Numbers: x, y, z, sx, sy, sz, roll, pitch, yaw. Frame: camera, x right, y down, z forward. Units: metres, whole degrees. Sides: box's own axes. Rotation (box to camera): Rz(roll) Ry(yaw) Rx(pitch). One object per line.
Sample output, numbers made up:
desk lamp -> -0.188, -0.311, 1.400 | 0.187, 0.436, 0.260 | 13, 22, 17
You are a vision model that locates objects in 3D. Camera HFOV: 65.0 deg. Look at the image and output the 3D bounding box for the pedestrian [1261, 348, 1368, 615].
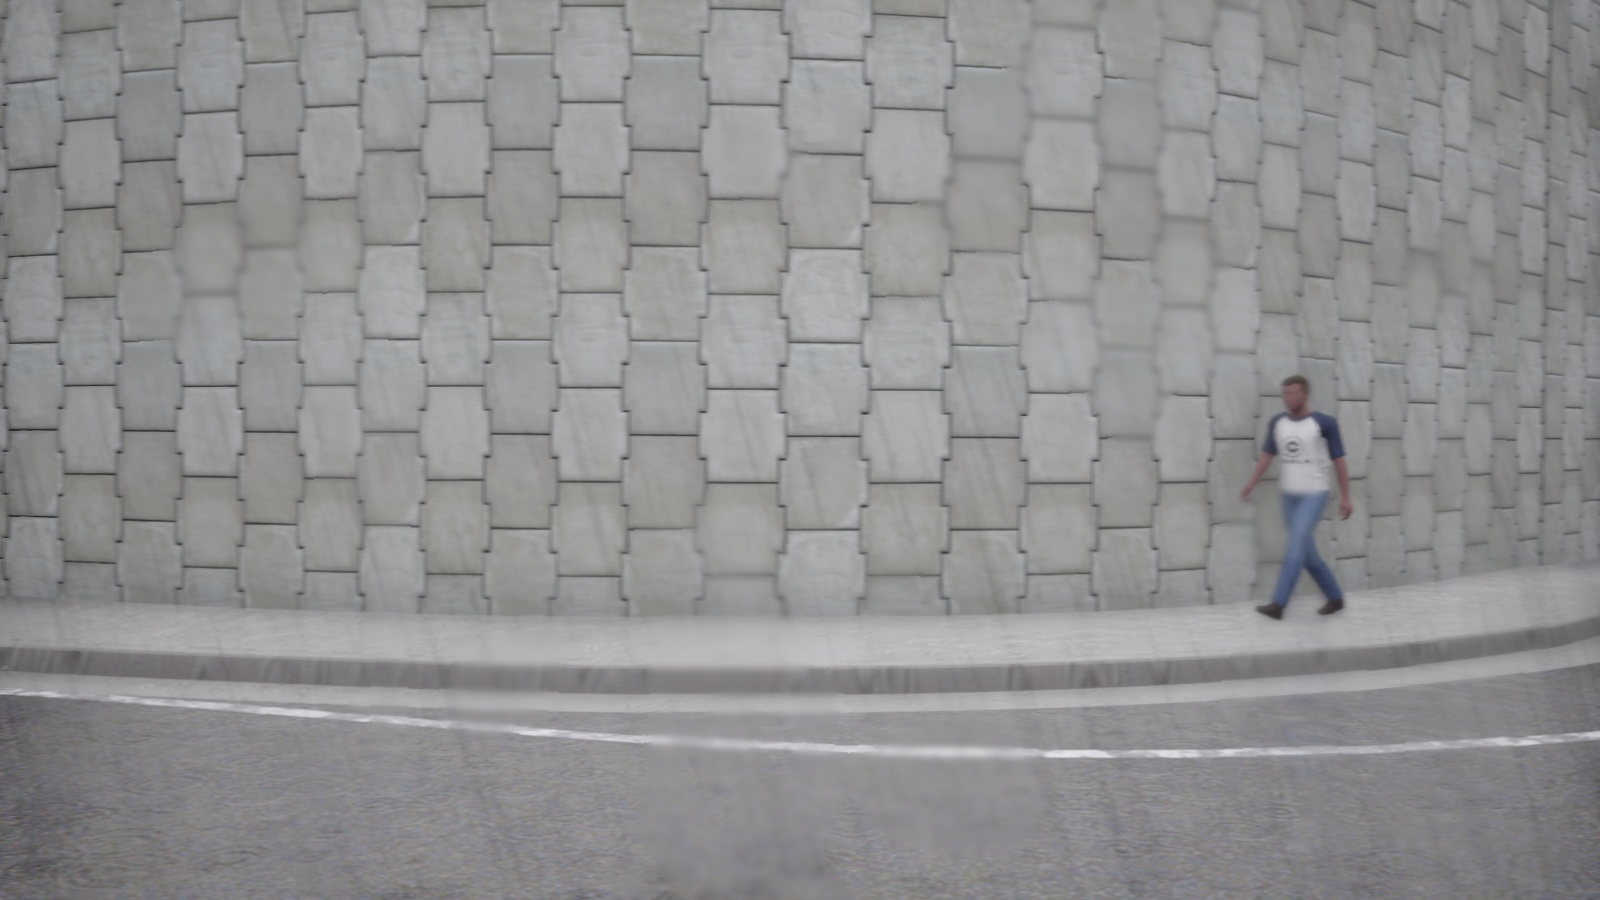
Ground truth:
pedestrian -> 3.678, 0.208, 8.967 | 0.706, 1.836, 0.354 | -1, 1, -32
